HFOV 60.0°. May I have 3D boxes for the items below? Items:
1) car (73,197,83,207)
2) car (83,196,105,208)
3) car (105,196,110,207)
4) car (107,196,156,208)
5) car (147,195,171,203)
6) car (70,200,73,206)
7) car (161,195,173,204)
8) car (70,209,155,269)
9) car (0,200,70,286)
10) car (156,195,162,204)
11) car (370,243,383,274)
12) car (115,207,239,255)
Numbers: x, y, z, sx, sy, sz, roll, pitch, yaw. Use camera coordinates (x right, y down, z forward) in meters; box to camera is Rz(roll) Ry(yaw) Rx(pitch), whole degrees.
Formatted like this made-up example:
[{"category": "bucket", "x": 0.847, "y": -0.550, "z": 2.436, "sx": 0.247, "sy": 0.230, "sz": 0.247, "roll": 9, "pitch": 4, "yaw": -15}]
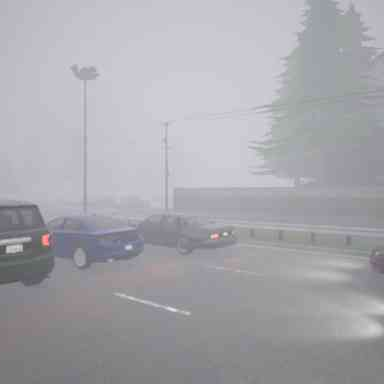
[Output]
[{"category": "car", "x": -14.783, "y": 1.470, "z": 49.409, "sx": 1.812, "sy": 1.442, "sz": 4.674, "roll": 0, "pitch": 0, "yaw": 37}, {"category": "car", "x": -12.422, "y": 1.301, "z": 46.732, "sx": 2.097, "sy": 1.767, "sz": 4.553, "roll": 0, "pitch": 0, "yaw": 37}, {"category": "car", "x": -9.075, "y": 1.306, "z": 45.356, "sx": 2.097, "sy": 1.767, "sz": 4.553, "roll": 0, "pitch": 0, "yaw": 37}, {"category": "car", "x": -7.484, "y": 1.506, "z": 41.665, "sx": 2.033, "sy": 1.411, "sz": 5.357, "roll": 0, "pitch": 0, "yaw": 37}, {"category": "car", "x": -6.462, "y": 1.445, "z": 66.080, "sx": 1.837, "sy": 1.490, "sz": 4.892, "roll": 0, "pitch": 0, "yaw": 38}, {"category": "car", "x": -17.262, "y": 1.466, "z": 51.930, "sx": 1.812, "sy": 1.442, "sz": 4.674, "roll": 0, "pitch": 0, "yaw": 38}, {"category": "car", "x": -2.757, "y": 1.455, "z": 59.475, "sx": 1.837, "sy": 1.490, "sz": 4.892, "roll": 0, "pitch": 0, "yaw": 37}, {"category": "car", "x": -3.819, "y": 1.465, "z": 11.206, "sx": 5.008, "sy": 1.535, "sz": 1.882, "roll": 0, "pitch": 0, "yaw": 37}, {"category": "car", "x": -5.638, "y": 1.209, "z": 8.193, "sx": 5.566, "sy": 2.045, "sz": 2.150, "roll": 0, "pitch": 0, "yaw": 37}, {"category": "car", "x": -4.393, "y": 1.437, "z": 63.072, "sx": 2.128, "sy": 1.511, "sz": 4.902, "roll": 0, "pitch": 0, "yaw": 38}, {"category": "car", "x": 6.761, "y": 1.527, "z": 7.698, "sx": 4.674, "sy": 1.442, "sz": 1.812, "roll": 0, "pitch": 0, "yaw": 37}, {"category": "car", "x": -0.820, "y": 1.536, "z": 13.330, "sx": 5.357, "sy": 1.411, "sz": 2.033, "roll": 0, "pitch": 0, "yaw": 37}]
